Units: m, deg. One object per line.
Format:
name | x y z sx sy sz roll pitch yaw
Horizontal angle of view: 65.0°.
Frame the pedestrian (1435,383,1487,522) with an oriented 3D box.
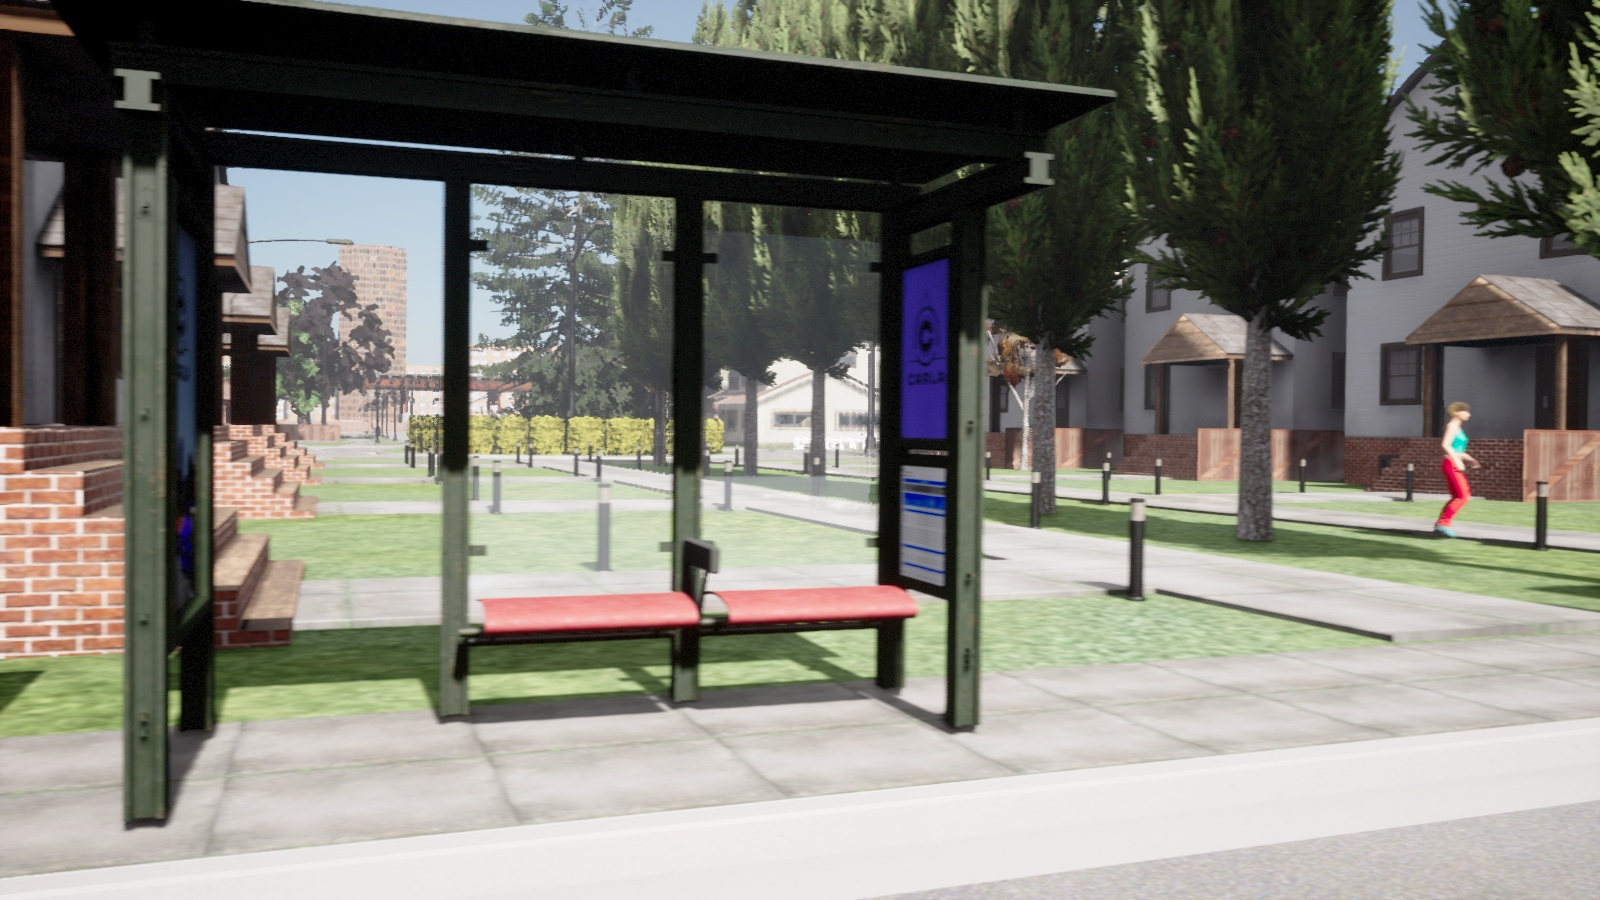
pedestrian | 8.868 0.035 16.854 0.594 1.836 0.345 0 1 32
